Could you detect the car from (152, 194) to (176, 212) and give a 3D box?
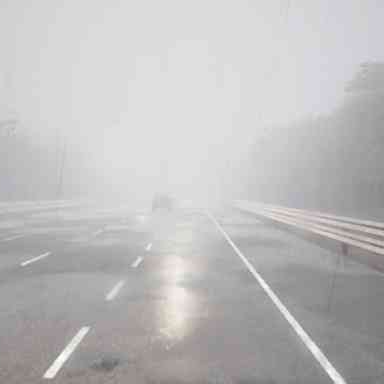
[{"bbox_3d":[-3.474,1.258,39.420,2.150,2.045,5.566,0,0,0],"label":"car"}]

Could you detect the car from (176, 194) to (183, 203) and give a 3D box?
[{"bbox_3d":[-3.366,1.635,68.503,1.994,1.385,4.181,0,0,0],"label":"car"}]
